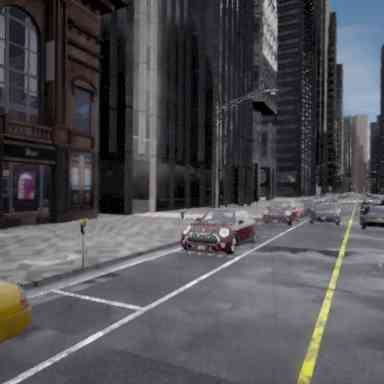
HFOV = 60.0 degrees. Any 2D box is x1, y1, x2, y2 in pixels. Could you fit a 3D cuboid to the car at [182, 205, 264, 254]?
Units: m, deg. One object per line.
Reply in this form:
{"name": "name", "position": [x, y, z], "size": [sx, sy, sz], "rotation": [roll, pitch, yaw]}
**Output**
{"name": "car", "position": [1.221, 1.369, 13.123], "size": [1.967, 1.590, 4.097], "rotation": [1, 0, 27]}

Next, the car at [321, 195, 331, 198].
{"name": "car", "position": [16.409, 1.431, 43.105], "size": [2.008, 1.369, 4.403], "rotation": [1, 0, 27]}

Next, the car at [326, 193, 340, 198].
{"name": "car", "position": [24.007, 1.174, 58.095], "size": [2.192, 1.841, 5.009], "rotation": [1, 0, 27]}

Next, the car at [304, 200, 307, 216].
{"name": "car", "position": [8.814, 1.486, 28.114], "size": [1.802, 1.307, 4.206], "rotation": [1, 0, 27]}

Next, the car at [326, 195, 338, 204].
{"name": "car", "position": [26.459, 1.377, 62.942], "size": [1.752, 1.417, 4.829], "rotation": [1, 0, 27]}

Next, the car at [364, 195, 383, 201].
{"name": "car", "position": [18.614, 1.439, 34.566], "size": [2.128, 1.511, 4.902], "rotation": [1, 1, 27]}

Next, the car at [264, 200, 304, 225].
{"name": "car", "position": [6.284, 1.352, 23.117], "size": [1.967, 1.590, 4.097], "rotation": [1, 0, 27]}

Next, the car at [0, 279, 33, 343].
{"name": "car", "position": [-3.920, 1.473, 2.977], "size": [1.752, 1.417, 4.829], "rotation": [1, 0, 27]}

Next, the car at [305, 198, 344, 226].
{"name": "car", "position": [9.370, 1.442, 23.101], "size": [1.837, 1.490, 4.892], "rotation": [1, 0, 27]}

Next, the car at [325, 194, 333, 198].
{"name": "car", "position": [18.864, 1.398, 47.950], "size": [1.752, 1.417, 4.829], "rotation": [1, 0, 27]}

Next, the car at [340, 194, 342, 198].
{"name": "car", "position": [28.991, 1.371, 67.939], "size": [1.752, 1.417, 4.829], "rotation": [1, 0, 27]}

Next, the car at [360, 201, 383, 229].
{"name": "car", "position": [11.611, 1.533, 20.704], "size": [1.994, 1.385, 4.181], "rotation": [1, 0, 27]}

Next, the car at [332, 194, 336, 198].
{"name": "car", "position": [21.473, 1.410, 53.100], "size": [1.887, 1.381, 4.507], "rotation": [1, 0, 27]}
